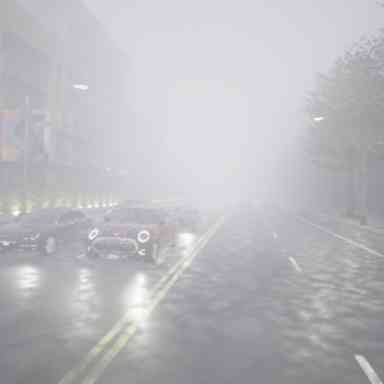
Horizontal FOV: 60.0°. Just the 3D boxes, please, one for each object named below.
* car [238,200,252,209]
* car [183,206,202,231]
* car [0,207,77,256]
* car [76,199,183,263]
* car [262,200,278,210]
[{"bbox_3d":[7.698,1.743,48.199,1.895,1.301,4.718,1,0,9],"label":"car"},{"bbox_3d":[-0.526,1.529,20.322,1.994,1.385,4.181,1,0,9],"label":"car"},{"bbox_3d":[-5.321,1.357,12.618,1.837,1.490,4.892,1,0,9],"label":"car"},{"bbox_3d":[-1.904,1.291,11.796,2.097,1.767,4.553,1,0,9],"label":"car"},{"bbox_3d":[11.117,1.793,47.420,1.994,1.385,4.181,1,0,9],"label":"car"}]
